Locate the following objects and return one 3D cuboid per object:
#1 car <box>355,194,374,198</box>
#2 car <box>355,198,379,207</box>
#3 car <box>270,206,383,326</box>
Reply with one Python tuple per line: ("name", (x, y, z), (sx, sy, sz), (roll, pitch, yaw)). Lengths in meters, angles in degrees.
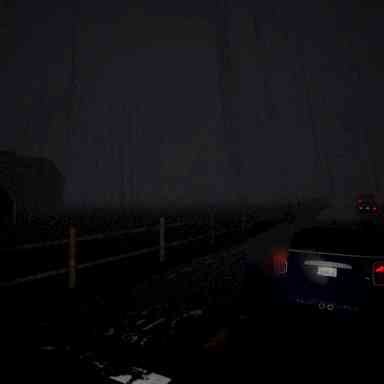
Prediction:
("car", (22.408, 1.286, 43.006), (2.150, 2.045, 5.566), (0, 0, 26))
("car", (17.790, 1.589, 33.676), (2.033, 1.411, 5.357), (0, 0, 28))
("car", (3.336, 1.358, 7.425), (2.097, 1.767, 4.553), (0, 0, 30))
